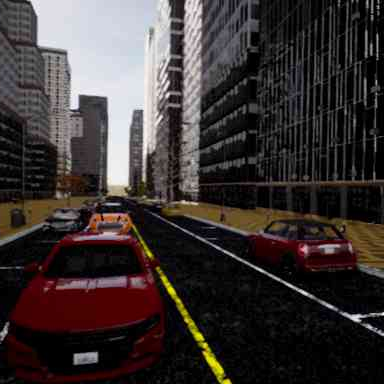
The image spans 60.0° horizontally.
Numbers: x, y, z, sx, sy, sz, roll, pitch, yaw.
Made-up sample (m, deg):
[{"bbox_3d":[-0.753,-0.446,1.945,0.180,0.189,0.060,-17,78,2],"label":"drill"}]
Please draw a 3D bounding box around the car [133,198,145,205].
[{"bbox_3d":[-10.920,2.024,71.018,1.752,1.417,4.829,0,0,-13],"label":"car"}]

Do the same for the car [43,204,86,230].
[{"bbox_3d":[-7.555,1.627,19.649,2.008,1.369,4.403,0,0,-13],"label":"car"}]

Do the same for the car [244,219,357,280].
[{"bbox_3d":[3.158,1.568,10.594,1.967,1.590,4.097,0,0,-13],"label":"car"}]

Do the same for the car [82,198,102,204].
[{"bbox_3d":[-12.661,1.648,41.562,1.967,1.590,4.097,0,0,-13],"label":"car"}]

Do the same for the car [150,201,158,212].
[{"bbox_3d":[-4.499,1.888,43.462,1.947,1.339,4.313,0,0,-13],"label":"car"}]

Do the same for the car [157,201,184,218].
[{"bbox_3d":[-1.985,1.781,32.673,1.752,1.417,4.829,0,0,-13],"label":"car"}]

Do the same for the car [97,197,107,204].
[{"bbox_3d":[-21.595,2.007,79.908,2.008,1.369,4.403,0,0,-13],"label":"car"}]

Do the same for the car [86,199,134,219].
[{"bbox_3d":[-4.635,1.458,19.024,2.097,1.767,4.553,1,0,-13],"label":"car"}]

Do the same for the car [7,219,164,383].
[{"bbox_3d":[-1.694,1.508,5.967,1.882,1.535,5.008,1,0,-13],"label":"car"}]

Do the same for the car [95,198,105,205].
[{"bbox_3d":[-19.042,1.965,68.952,1.802,1.307,4.206,0,0,-13],"label":"car"}]

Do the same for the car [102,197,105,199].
[{"bbox_3d":[-16.489,1.856,57.996,1.887,1.381,4.507,0,0,-13],"label":"car"}]
